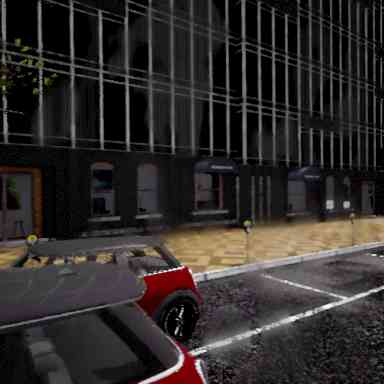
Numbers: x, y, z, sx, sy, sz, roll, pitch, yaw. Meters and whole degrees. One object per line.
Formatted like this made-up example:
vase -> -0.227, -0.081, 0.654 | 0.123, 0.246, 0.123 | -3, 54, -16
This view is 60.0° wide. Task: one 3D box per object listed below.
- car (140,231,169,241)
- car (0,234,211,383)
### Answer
car -> -1.917, 1.442, 4.747 | 4.097, 1.590, 1.967 | 0, -1, -35
car -> -2.025, 1.351, 1.628 | 4.553, 1.767, 2.097 | 0, 0, -35
